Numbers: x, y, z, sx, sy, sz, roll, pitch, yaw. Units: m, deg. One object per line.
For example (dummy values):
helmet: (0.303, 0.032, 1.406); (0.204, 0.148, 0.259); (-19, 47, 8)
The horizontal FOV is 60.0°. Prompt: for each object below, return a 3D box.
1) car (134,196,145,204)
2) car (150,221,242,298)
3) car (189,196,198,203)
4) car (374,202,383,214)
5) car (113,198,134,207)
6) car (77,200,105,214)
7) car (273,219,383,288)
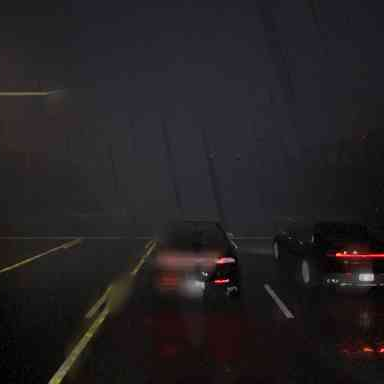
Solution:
car: (-10.373, 1.475, 65.446); (2.128, 1.511, 4.902); (0, 0, 1)
car: (0.095, 1.489, 8.476); (2.128, 1.511, 4.902); (0, 0, 0)
car: (0.255, 1.476, 66.855); (2.128, 1.511, 4.902); (0, 0, 0)
car: (18.108, 1.055, 28.274); (4.902, 1.511, 2.128); (-5, 0, 0)
car: (-10.480, 1.588, 49.684); (1.895, 1.301, 4.718); (0, 0, 0)
car: (-10.520, 1.556, 34.913); (1.994, 1.385, 4.181); (0, 0, 0)
car: (3.600, 1.503, 9.240); (1.837, 1.490, 4.892); (0, 0, 1)
